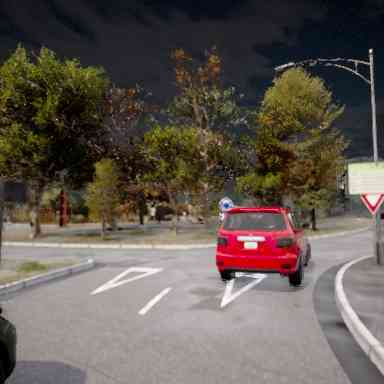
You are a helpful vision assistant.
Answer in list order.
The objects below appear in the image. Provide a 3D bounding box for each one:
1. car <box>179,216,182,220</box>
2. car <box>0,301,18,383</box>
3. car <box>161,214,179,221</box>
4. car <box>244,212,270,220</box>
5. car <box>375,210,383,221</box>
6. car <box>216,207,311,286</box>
[{"bbox_3d":[-6.600,7.394,94.642,5.566,2.045,2.435,1,-5,-12],"label":"car"},{"bbox_3d":[-2.930,1.229,1.083,2.150,2.045,5.566,0,-1,2],"label":"car"},{"bbox_3d":[-6.959,7.372,91.692,4.892,1.521,2.231,1,-5,-13],"label":"car"},{"bbox_3d":[12.809,4.677,65.474,4.674,1.442,1.812,-3,-6,32],"label":"car"},{"bbox_3d":[25.035,2.996,42.657,1.994,1.385,4.181,-1,-4,0],"label":"car"},{"bbox_3d":[2.430,1.528,10.519,2.150,2.045,5.566,-2,-4,22],"label":"car"}]
